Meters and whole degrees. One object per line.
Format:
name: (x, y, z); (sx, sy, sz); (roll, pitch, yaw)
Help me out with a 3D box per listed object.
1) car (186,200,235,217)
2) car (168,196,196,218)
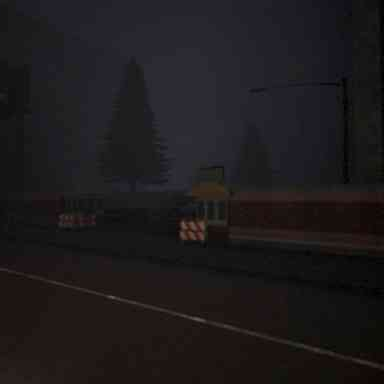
car: (1.685, 1.492, 30.785); (4.193, 1.474, 1.816); (-1, 0, 35)
car: (-0.255, 1.306, 28.727); (3.866, 1.878, 1.905); (-1, 0, 35)
